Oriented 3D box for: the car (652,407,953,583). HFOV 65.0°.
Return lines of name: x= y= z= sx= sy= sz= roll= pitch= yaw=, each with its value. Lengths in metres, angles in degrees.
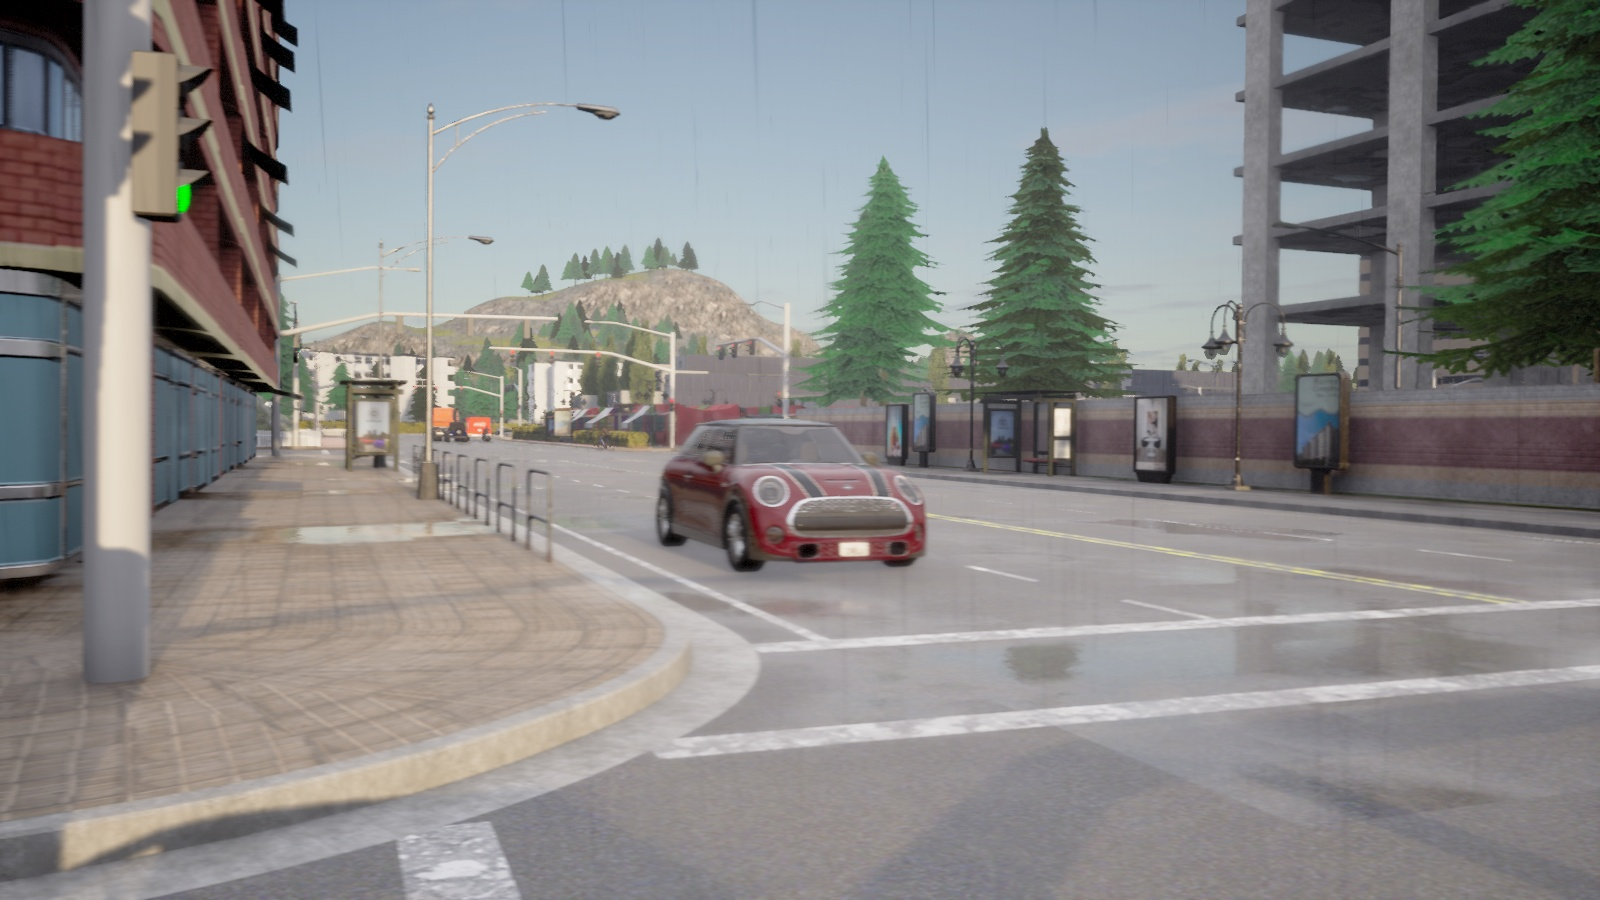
car: x=-0.180 y=0.412 z=15.118 sx=2.097 sy=1.767 sz=4.553 roll=-1 pitch=1 yaw=-21
